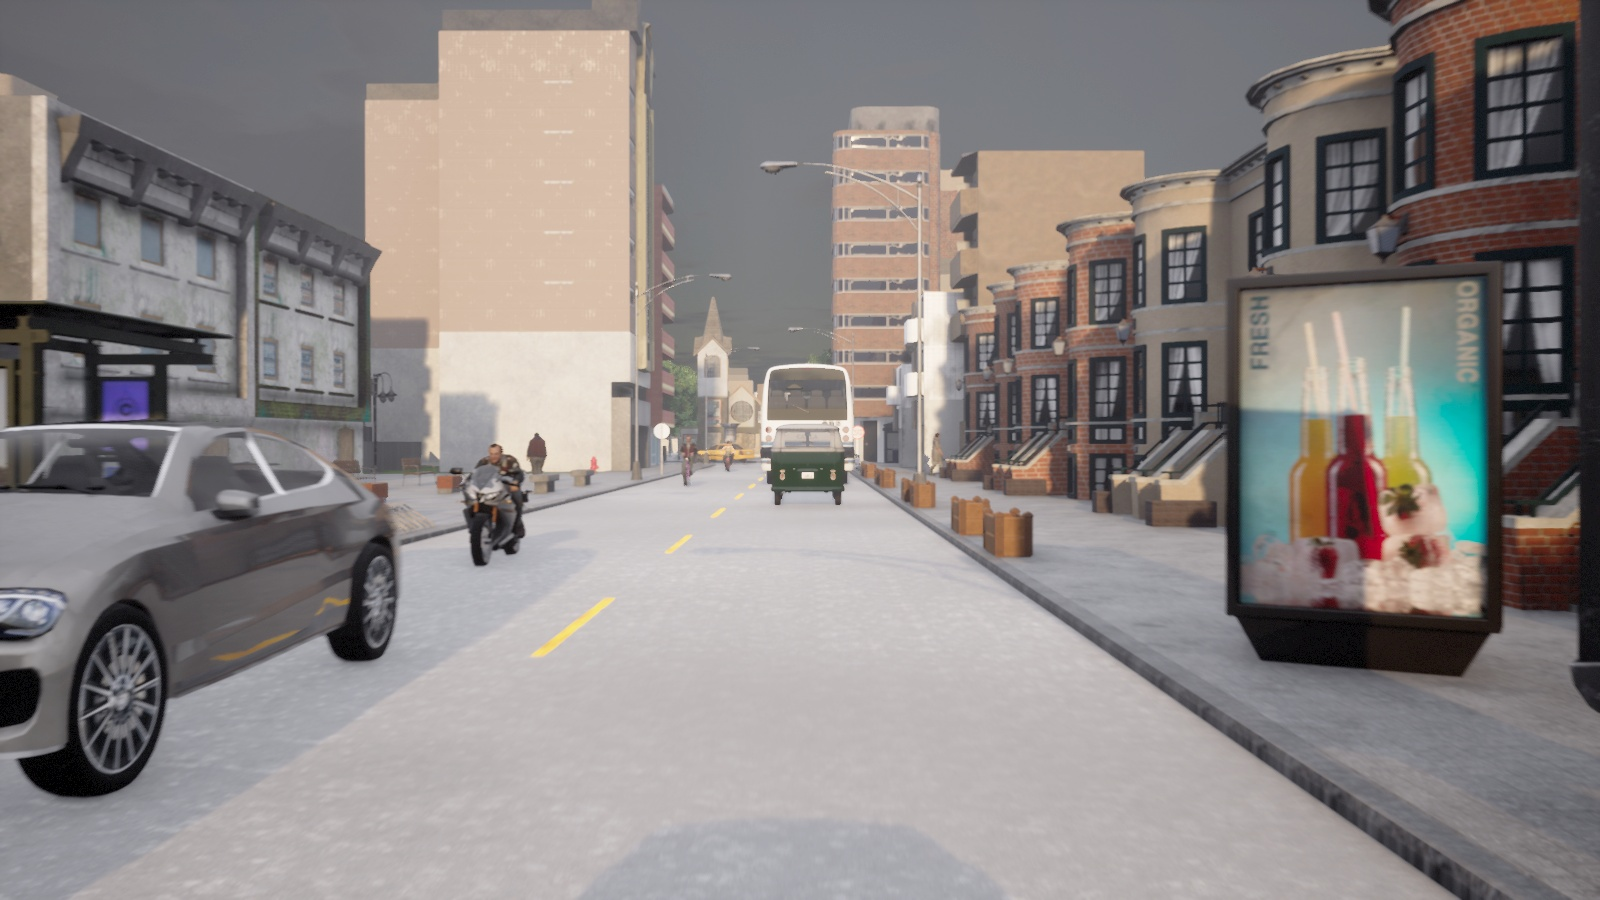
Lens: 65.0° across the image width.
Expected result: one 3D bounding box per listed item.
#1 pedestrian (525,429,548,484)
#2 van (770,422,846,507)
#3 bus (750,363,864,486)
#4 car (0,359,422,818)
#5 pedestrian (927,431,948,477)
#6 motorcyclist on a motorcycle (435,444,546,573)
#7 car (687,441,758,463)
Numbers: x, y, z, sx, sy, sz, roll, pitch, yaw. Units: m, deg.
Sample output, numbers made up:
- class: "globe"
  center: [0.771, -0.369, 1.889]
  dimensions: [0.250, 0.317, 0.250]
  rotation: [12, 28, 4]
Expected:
- class: "pedestrian"
  center: [-8.932, 0.211, 42.494]
  dimensions: [0.634, 1.844, 0.899]
  rotation: [0, 0, -20]
- class: "van"
  center: [0.194, 0.323, 31.492]
  dimensions: [1.775, 1.987, 4.442]
  rotation: [0, 0, 0]
- class: "bus"
  center: [0.273, -0.903, 48.718]
  dimensions: [3.944, 4.253, 10.273]
  rotation: [0, 0, 0]
- class: "car"
  center: [-3.945, 0.483, 7.021]
  dimensions: [2.152, 1.651, 5.027]
  rotation: [0, 0, 0]
- class: "pedestrian"
  center: [5.816, 0.163, 53.034]
  dimensions: [0.873, 1.952, 0.659]
  rotation: [0, 0, 7]
- class: "motorcyclist on a motorcycle"
  center: [-3.894, 0.689, 15.985]
  dimensions: [0.866, 1.530, 2.191]
  rotation: [0, 0, 0]
- class: "car"
  center: [-5.749, 0.163, 92.694]
  dimensions: [5.366, 1.575, 1.801]
  rotation: [0, 1, 36]
